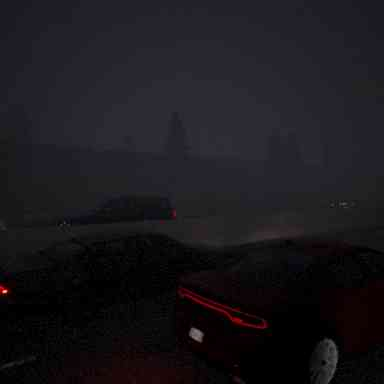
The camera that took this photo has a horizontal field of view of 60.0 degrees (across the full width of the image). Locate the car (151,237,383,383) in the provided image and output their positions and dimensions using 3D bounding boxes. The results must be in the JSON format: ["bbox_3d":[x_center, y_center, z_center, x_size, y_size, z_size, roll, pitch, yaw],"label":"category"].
[{"bbox_3d":[2.062,1.450,5.216,5.008,1.535,1.882,0,0,-35],"label":"car"}]

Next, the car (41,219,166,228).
[{"bbox_3d":[-3.279,1.187,14.548,5.566,2.045,2.150,0,0,-35],"label":"car"}]

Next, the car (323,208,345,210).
[{"bbox_3d":[16.298,1.300,37.100,4.892,1.490,1.837,0,0,-35],"label":"car"}]

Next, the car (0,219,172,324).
[{"bbox_3d":[-1.307,1.530,7.113,5.357,1.411,2.033,0,0,-35],"label":"car"}]

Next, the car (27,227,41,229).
[{"bbox_3d":[-7.787,1.570,19.932,4.718,1.301,1.895,0,0,-35],"label":"car"}]
